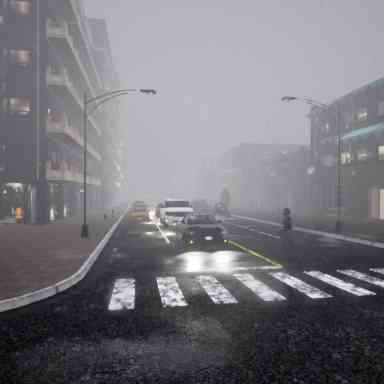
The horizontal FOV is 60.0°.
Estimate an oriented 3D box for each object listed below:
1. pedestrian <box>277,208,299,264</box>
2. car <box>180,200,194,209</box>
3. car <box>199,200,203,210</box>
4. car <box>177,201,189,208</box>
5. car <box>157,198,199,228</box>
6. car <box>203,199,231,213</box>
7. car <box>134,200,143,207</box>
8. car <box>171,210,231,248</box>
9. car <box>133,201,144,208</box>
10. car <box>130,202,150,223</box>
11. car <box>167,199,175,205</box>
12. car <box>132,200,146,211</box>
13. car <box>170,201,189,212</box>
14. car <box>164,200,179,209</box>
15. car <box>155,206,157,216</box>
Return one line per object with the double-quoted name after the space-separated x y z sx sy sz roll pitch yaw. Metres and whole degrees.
3.177 1.423 11.018 0.375 1.860 0.375 -1 0 -9 "pedestrian"
-0.927 2.236 58.870 1.752 1.417 4.829 -1 -1 -9 "car"
1.884 2.085 41.899 1.802 1.307 4.206 -1 -1 -9 "car"
-1.826 2.359 64.302 1.802 1.307 4.206 -1 -1 -9 "car"
-1.187 1.518 25.072 2.150 2.045 5.566 0 -1 -9 "car"
2.831 1.875 36.305 1.967 1.590 4.097 -1 -1 -9 "car"
-11.026 2.371 68.562 1.887 1.381 4.507 -1 -1 -9 "car"
0.368 1.748 15.676 1.994 1.385 4.181 0 -1 -9 "car"
-10.098 2.323 62.961 1.947 1.339 4.313 -1 -1 -9 "car"
-4.579 1.870 29.177 1.752 1.417 4.829 -1 -1 -9 "car"
-5.564 2.583 86.873 1.752 1.417 4.829 -1 -1 -9 "car"
-8.250 2.060 51.760 1.967 1.590 4.097 -1 -1 -9 "car"
-1.907 2.081 49.000 2.128 1.511 4.902 0 -1 -9 "car"
-3.709 2.213 59.852 2.128 1.511 4.902 0 -1 -9 "car"
-2.878 1.899 35.373 1.882 1.535 5.008 0 -1 -9 "car"
